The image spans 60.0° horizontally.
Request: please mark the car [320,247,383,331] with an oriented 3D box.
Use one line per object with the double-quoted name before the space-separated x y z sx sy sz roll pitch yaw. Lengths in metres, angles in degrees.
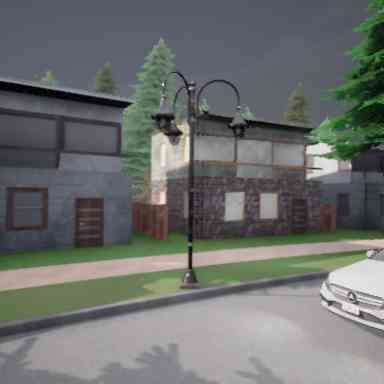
"car" 4.594 1.613 6.338 4.674 1.442 1.812 1 0 -27
